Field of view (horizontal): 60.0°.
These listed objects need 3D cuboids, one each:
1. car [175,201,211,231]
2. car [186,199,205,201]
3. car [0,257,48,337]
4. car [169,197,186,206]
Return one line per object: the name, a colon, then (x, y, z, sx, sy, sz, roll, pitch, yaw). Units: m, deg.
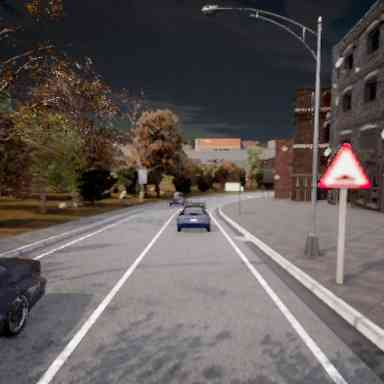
car: (0.101, 1.512, 20.499, 1.994, 1.385, 4.181, 0, 1, 0)
car: (0.819, 1.507, 40.864, 1.895, 1.301, 4.718, 1, 1, 5)
car: (-3.600, 1.540, 3.876, 2.033, 1.411, 5.357, 0, 0, 0)
car: (-1.907, 1.343, 47.668, 1.994, 1.385, 4.181, 1, 1, 10)
